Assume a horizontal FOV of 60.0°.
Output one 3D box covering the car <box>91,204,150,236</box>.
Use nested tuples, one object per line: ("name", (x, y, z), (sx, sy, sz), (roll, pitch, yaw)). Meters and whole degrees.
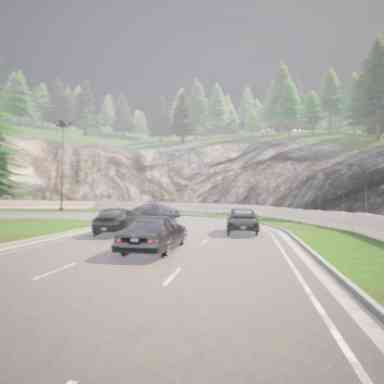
("car", (-4.173, 1.692, 19.372), (1.837, 1.490, 4.892), (1, -1, 8))

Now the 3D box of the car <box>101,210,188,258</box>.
("car", (-1.509, 1.693, 13.587), (2.033, 1.411, 5.357), (0, -1, 10))

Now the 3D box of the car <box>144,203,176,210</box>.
("car", (-3.386, 1.884, 31.491), (2.033, 1.411, 5.357), (1, -1, -43))

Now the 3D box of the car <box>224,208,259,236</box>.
("car", (3.058, 1.763, 20.564), (2.128, 1.511, 4.902), (1, -1, 6))

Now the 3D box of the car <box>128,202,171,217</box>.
("car", (-4.727, 1.908, 36.544), (4.674, 1.442, 1.812), (0, -1, 34))
